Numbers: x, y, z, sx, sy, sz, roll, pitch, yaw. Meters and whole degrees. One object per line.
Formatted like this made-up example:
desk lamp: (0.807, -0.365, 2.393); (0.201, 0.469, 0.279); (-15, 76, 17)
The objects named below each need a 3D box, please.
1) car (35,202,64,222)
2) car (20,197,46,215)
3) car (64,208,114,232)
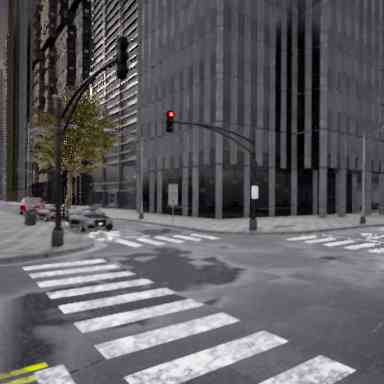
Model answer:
car: (-12.548, 1.904, 30.328); (1.994, 1.385, 4.181); (1, -1, -36)
car: (-18.447, 1.661, 38.661); (2.150, 2.045, 5.566); (1, -1, -35)
car: (-6.826, 1.815, 22.293); (1.994, 1.385, 4.181); (1, -1, -35)
